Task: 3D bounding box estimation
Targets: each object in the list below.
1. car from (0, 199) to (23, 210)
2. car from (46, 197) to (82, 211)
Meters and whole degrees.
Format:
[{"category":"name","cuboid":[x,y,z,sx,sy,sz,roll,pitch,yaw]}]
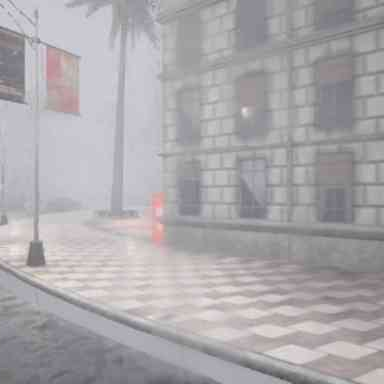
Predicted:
[{"category":"car","cuboid":[-23.880,1.588,42.250,2.128,1.511,4.902,0,0,19]},{"category":"car","cuboid":[-16.345,1.435,42.694,2.097,1.767,4.553,0,0,24]}]
